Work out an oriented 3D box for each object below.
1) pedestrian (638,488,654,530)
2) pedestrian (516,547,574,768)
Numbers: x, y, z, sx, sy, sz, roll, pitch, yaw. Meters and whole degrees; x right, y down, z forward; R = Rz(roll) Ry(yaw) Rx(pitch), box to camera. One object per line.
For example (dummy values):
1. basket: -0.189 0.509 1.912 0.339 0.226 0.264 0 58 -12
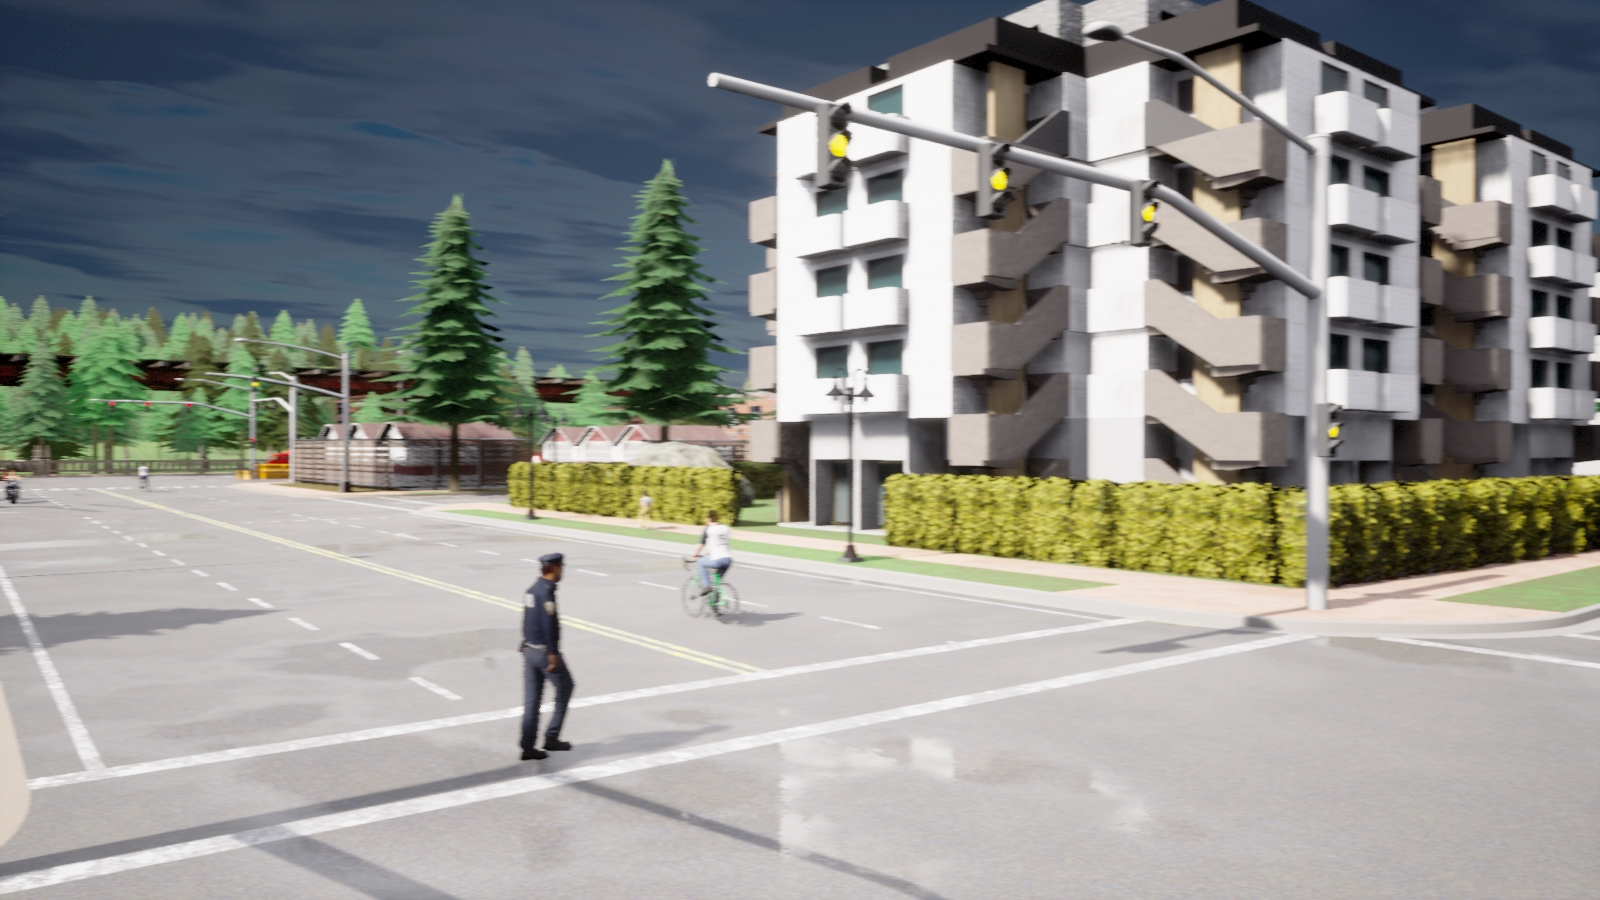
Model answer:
1. pedestrian: -4.899 1.876 36.344 0.375 1.300 0.375 0 0 -35
2. pedestrian: -2.265 1.818 10.142 0.375 1.860 0.375 0 0 -36
